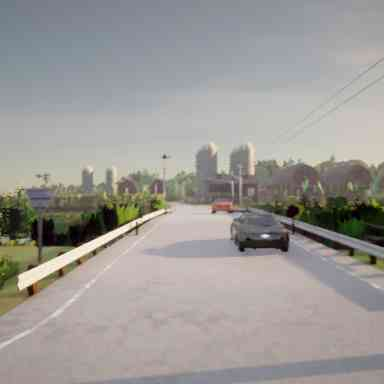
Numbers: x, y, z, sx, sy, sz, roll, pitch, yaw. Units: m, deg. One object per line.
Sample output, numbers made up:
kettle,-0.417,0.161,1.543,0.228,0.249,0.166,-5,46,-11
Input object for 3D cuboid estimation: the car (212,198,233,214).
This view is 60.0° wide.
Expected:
car,3.346,1.493,37.339,2.097,1.767,4.553,-1,-2,1

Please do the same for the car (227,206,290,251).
car,2.759,1.557,14.133,1.994,1.385,4.181,-1,1,2
